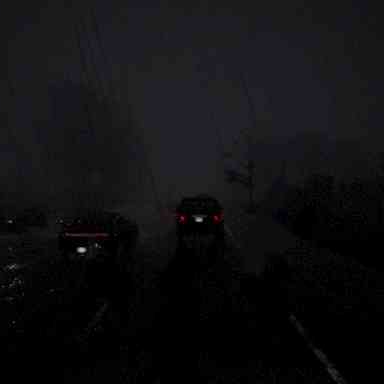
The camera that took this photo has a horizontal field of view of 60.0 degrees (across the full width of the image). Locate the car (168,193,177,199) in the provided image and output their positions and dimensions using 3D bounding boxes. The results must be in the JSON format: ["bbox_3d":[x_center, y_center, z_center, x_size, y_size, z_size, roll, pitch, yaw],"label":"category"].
[{"bbox_3d":[-3.163,1.300,62.751,2.150,2.045,5.566,0,0,8],"label":"car"}]

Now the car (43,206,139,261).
[{"bbox_3d":[-3.227,1.506,12.322,2.128,1.511,4.902,0,0,1],"label":"car"}]

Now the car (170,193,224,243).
[{"bbox_3d":[0.382,1.243,16.381,2.150,2.045,5.566,0,0,2],"label":"car"}]

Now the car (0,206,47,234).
[{"bbox_3d":[-10.202,1.547,19.578,1.812,1.442,4.674,0,0,2],"label":"car"}]

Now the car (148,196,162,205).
[{"bbox_3d":[-6.807,1.553,61.793,1.882,1.535,5.008,0,0,7],"label":"car"}]

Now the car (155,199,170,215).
[{"bbox_3d":[-2.244,1.643,34.154,1.895,1.301,4.718,0,0,4],"label":"car"}]

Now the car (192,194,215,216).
[{"bbox_3d":[1.306,1.266,34.781,2.150,2.045,5.566,0,0,4],"label":"car"}]

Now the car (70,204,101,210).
[{"bbox_3d":[-6.653,1.529,20.790,1.837,1.490,4.892,0,0,2],"label":"car"}]
